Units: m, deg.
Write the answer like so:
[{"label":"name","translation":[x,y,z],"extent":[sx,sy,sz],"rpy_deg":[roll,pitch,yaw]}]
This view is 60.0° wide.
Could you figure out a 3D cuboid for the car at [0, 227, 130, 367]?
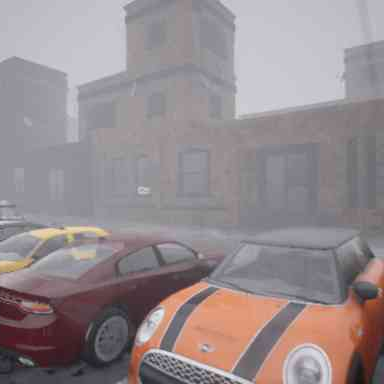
[{"label":"car","translation":[-0.976,1.496,6.052],"extent":[2.097,1.535,5.008],"rpy_deg":[0,0,36]}]

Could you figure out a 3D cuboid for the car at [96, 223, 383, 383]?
[{"label":"car","translation":[1.305,1.359,4.466],"extent":[2.185,1.767,4.553],"rpy_deg":[0,0,36]}]

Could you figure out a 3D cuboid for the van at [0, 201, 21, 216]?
[{"label":"van","translation":[-7.687,1.303,11.003],"extent":[1.878,1.987,4.442],"rpy_deg":[0,0,36]}]

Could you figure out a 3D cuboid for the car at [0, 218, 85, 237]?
[{"label":"car","translation":[-3.341,1.504,7.523],"extent":[1.946,1.575,5.366],"rpy_deg":[0,0,36]}]

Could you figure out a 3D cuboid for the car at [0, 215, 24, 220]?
[{"label":"car","translation":[-5.492,1.558,9.293],"extent":[2.002,1.452,4.674],"rpy_deg":[0,0,36]}]
